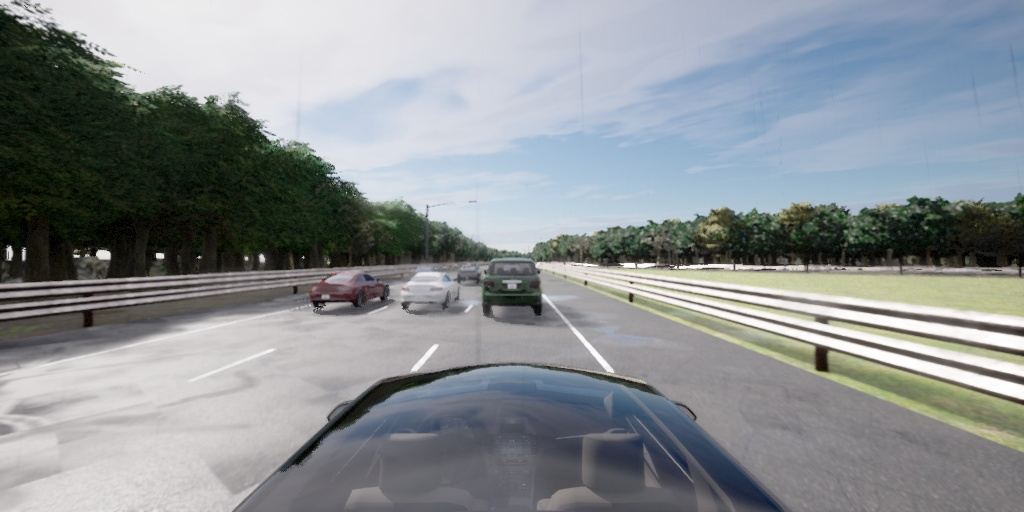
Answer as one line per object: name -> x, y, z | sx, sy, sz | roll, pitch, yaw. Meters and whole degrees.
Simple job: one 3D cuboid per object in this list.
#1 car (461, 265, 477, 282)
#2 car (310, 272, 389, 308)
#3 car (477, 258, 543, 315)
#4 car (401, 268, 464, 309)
car -> -3.468, 1.538, 30.367 | 2.128, 1.511, 4.902 | 0, 0, 0
car -> -6.972, 1.404, 15.758 | 1.812, 1.442, 4.674 | 0, -1, 0
car -> 0.018, 1.102, 14.432 | 2.150, 2.045, 5.566 | 0, 0, 0
car -> -3.473, 1.418, 15.765 | 1.812, 1.442, 4.674 | 0, 0, 0
